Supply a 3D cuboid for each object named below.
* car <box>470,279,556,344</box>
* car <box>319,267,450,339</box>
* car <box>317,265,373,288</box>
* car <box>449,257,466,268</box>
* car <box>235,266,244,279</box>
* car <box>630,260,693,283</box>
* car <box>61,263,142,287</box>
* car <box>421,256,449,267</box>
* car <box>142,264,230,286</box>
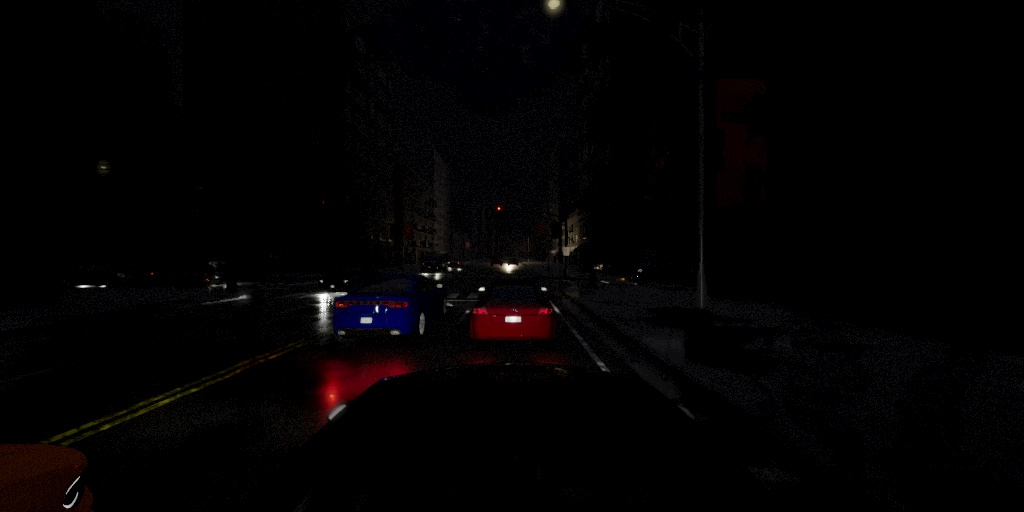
[{"bbox_3d":[0.028,1.314,9.623,1.994,1.385,4.181,0,0,0],"label":"car"},{"bbox_3d":[-3.123,1.228,10.151,1.882,1.535,5.008,0,0,0],"label":"car"},{"bbox_3d":[-9.786,1.286,22.218,2.033,1.411,5.357,0,0,0],"label":"car"},{"bbox_3d":[-9.632,1.095,61.248,2.097,1.767,4.553,0,0,0],"label":"car"},{"bbox_3d":[-25.286,1.330,30.497,4.313,1.339,1.948,0,0,0],"label":"car"},{"bbox_3d":[11.629,1.140,28.037,4.553,1.767,2.097,0,0,2],"label":"car"},{"bbox_3d":[-25.353,1.172,22.473,4.097,1.591,1.967,0,0,0],"label":"car"},{"bbox_3d":[-9.710,0.969,44.842,2.150,2.045,5.566,0,0,0],"label":"car"},{"bbox_3d":[-22.526,1.308,24.991,4.181,1.385,1.994,0,0,1],"label":"car"}]
